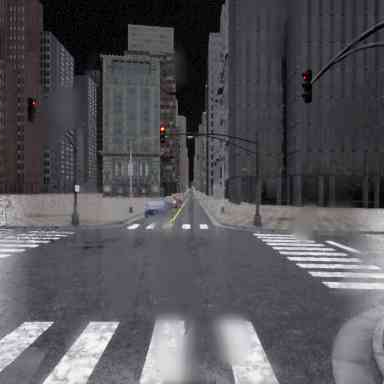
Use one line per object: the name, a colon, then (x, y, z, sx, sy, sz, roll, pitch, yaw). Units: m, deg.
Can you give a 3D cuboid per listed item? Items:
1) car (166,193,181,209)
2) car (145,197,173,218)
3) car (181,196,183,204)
car: (-3.088, 1.349, 46.358, 2.097, 1.767, 4.553, 0, 0, 0)
car: (-3.098, 1.475, 30.137, 1.882, 1.535, 5.008, 0, 0, 0)
car: (-2.995, 1.329, 63.721, 2.150, 2.045, 5.566, 0, 0, 0)
